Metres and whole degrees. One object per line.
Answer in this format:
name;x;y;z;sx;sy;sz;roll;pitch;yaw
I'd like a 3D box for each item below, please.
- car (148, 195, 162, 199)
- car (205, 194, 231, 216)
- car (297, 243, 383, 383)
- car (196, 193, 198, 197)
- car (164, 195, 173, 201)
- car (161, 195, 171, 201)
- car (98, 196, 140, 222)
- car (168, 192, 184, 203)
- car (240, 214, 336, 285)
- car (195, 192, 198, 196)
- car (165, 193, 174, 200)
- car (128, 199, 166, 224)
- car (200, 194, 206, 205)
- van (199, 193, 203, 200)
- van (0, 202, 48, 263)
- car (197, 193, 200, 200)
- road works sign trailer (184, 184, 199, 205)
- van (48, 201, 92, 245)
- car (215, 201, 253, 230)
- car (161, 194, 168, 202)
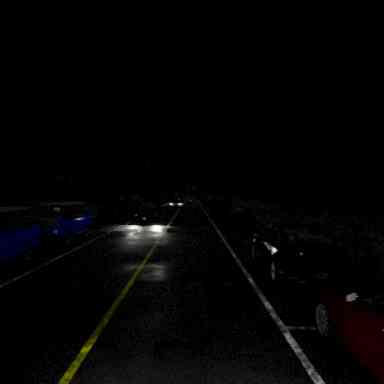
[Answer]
car;-5.844;1.453;48.660;1.887;1.381;4.507;0;0;0
car;2.708;1.250;31.778;2.192;1.841;5.009;0;0;0
car;2.755;1.574;3.598;1.802;1.307;4.206;0;0;0
car;2.625;1.419;82.505;2.008;1.369;4.403;0;0;0
car;-5.900;1.434;82.480;1.947;1.339;4.313;0;0;0
car;-5.891;1.440;76.844;1.947;1.339;4.313;0;0;0
car;-5.808;1.260;26.113;2.192;1.841;5.009;0;0;0
car;-3.122;1.378;64.717;1.882;1.535;5.008;0;0;0
car;2.746;1.530;9.234;2.008;1.369;4.403;0;0;0
car;2.606;1.296;93.777;1.967;1.590;4.097;0;0;0
car;-5.910;1.176;88.116;2.192;1.841;5.009;0;0;0
car;-3.139;1.474;24.196;1.812;1.442;4.674;0;0;0
car;2.671;1.427;54.494;1.752;1.417;4.829;0;0;0
van;2.661;1.236;59.959;1.690;1.788;3.998;0;0;0
van;-5.780;1.320;9.204;1.690;1.788;3.998;0;0;0
car;2.643;1.322;71.232;1.967;1.590;4.097;0;0;0
road works sign trailer;-0.092;0.363;56.270;2.380;3.560;2.880;0;0;0
van;-5.789;1.308;14.840;1.690;1.788;3.998;0;0;0
car;2.727;1.501;20.506;1.887;1.381;4.507;0;0;0
car;-5.863;1.460;59.933;1.947;1.339;4.313;0;0;0
